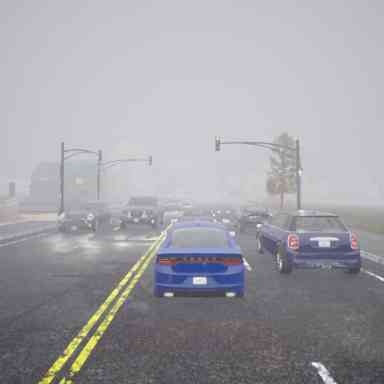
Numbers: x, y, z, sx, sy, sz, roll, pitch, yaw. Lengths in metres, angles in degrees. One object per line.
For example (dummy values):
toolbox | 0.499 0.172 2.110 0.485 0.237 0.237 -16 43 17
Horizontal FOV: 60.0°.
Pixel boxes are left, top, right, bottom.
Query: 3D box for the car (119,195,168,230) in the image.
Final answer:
car | -3.074 1.241 21.470 2.150 2.045 5.566 0 0 1

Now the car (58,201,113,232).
car | -6.346 1.372 20.231 2.097 1.767 4.553 0 0 1

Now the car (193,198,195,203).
car | -0.398 1.693 71.709 1.994 1.385 4.181 0 0 4

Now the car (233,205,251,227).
car | 3.597 1.520 19.846 1.837 1.490 4.892 0 0 1

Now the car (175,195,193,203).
car | -1.439 1.698 58.069 1.895 1.301 4.718 0 0 4

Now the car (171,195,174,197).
car | -4.716 1.604 57.755 1.837 1.490 4.892 0 0 4

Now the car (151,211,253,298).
car | 0.160 1.483 8.598 1.882 1.535 5.008 0 0 0

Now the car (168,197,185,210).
car | -2.339 1.659 42.058 1.895 1.301 4.718 0 0 3

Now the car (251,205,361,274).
car | 3.440 1.358 10.694 2.097 1.767 4.553 0 0 1

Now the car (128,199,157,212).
car | -6.050 1.608 41.439 2.033 1.411 5.357 0 0 10

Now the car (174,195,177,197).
car | -3.719 1.497 70.949 2.097 1.767 4.553 0 0 4

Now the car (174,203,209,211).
car | 0.307 1.562 18.411 2.033 1.411 5.357 0 0 1
